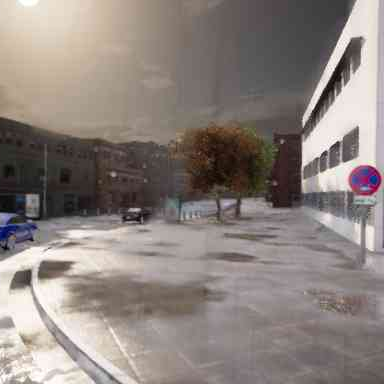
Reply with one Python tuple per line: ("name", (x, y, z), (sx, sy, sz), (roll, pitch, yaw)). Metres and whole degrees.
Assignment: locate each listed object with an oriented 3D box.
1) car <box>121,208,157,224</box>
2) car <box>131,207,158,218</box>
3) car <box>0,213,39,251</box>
("car", (-5.358, 2.326, 33.615), (1.882, 1.535, 5.008), (1, -2, 14))
("car", (-6.349, 2.780, 44.710), (1.895, 1.301, 4.718), (1, -2, 15))
("car", (-8.585, 1.699, 15.099), (1.882, 1.535, 5.008), (1, -1, -7))
